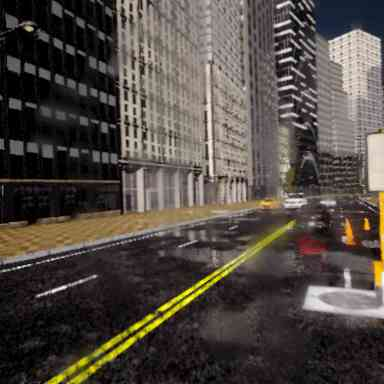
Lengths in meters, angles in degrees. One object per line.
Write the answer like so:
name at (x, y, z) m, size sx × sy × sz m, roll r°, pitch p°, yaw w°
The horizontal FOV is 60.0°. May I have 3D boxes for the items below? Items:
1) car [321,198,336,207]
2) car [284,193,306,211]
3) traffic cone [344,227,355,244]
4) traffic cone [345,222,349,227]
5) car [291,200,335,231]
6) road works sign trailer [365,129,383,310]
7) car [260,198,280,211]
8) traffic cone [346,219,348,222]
car at (17.819, 1.429, 43.623) m, size 1.895 × 1.301 × 4.718 m, roll -2°, pitch 0°, yaw 24°
car at (12.698, 1.159, 40.557) m, size 2.150 × 2.045 × 5.566 m, roll -2°, pitch 0°, yaw 24°
traffic cone at (6.652, 1.877, 13.996) m, size 0.340 × 0.580 × 0.340 m, roll -2°, pitch 0°, yaw 24°
traffic cone at (7.461, 1.868, 15.826) m, size 0.340 × 0.580 × 0.340 m, roll -2°, pitch 0°, yaw 24°
car at (7.409, 1.447, 20.108) m, size 1.837 × 1.490 × 4.892 m, roll -2°, pitch -1°, yaw 24°
road works sign trailer at (5.060, 0.381, 7.070) m, size 2.380 × 3.560 × 2.880 m, roll -2°, pitch 0°, yaw 25°
car at (9.952, 1.500, 42.334) m, size 1.882 × 1.535 × 5.008 m, roll -2°, pitch -1°, yaw 24°
traffic cone at (8.271, 1.859, 17.654) m, size 0.340 × 0.580 × 0.340 m, roll -2°, pitch 0°, yaw 24°
